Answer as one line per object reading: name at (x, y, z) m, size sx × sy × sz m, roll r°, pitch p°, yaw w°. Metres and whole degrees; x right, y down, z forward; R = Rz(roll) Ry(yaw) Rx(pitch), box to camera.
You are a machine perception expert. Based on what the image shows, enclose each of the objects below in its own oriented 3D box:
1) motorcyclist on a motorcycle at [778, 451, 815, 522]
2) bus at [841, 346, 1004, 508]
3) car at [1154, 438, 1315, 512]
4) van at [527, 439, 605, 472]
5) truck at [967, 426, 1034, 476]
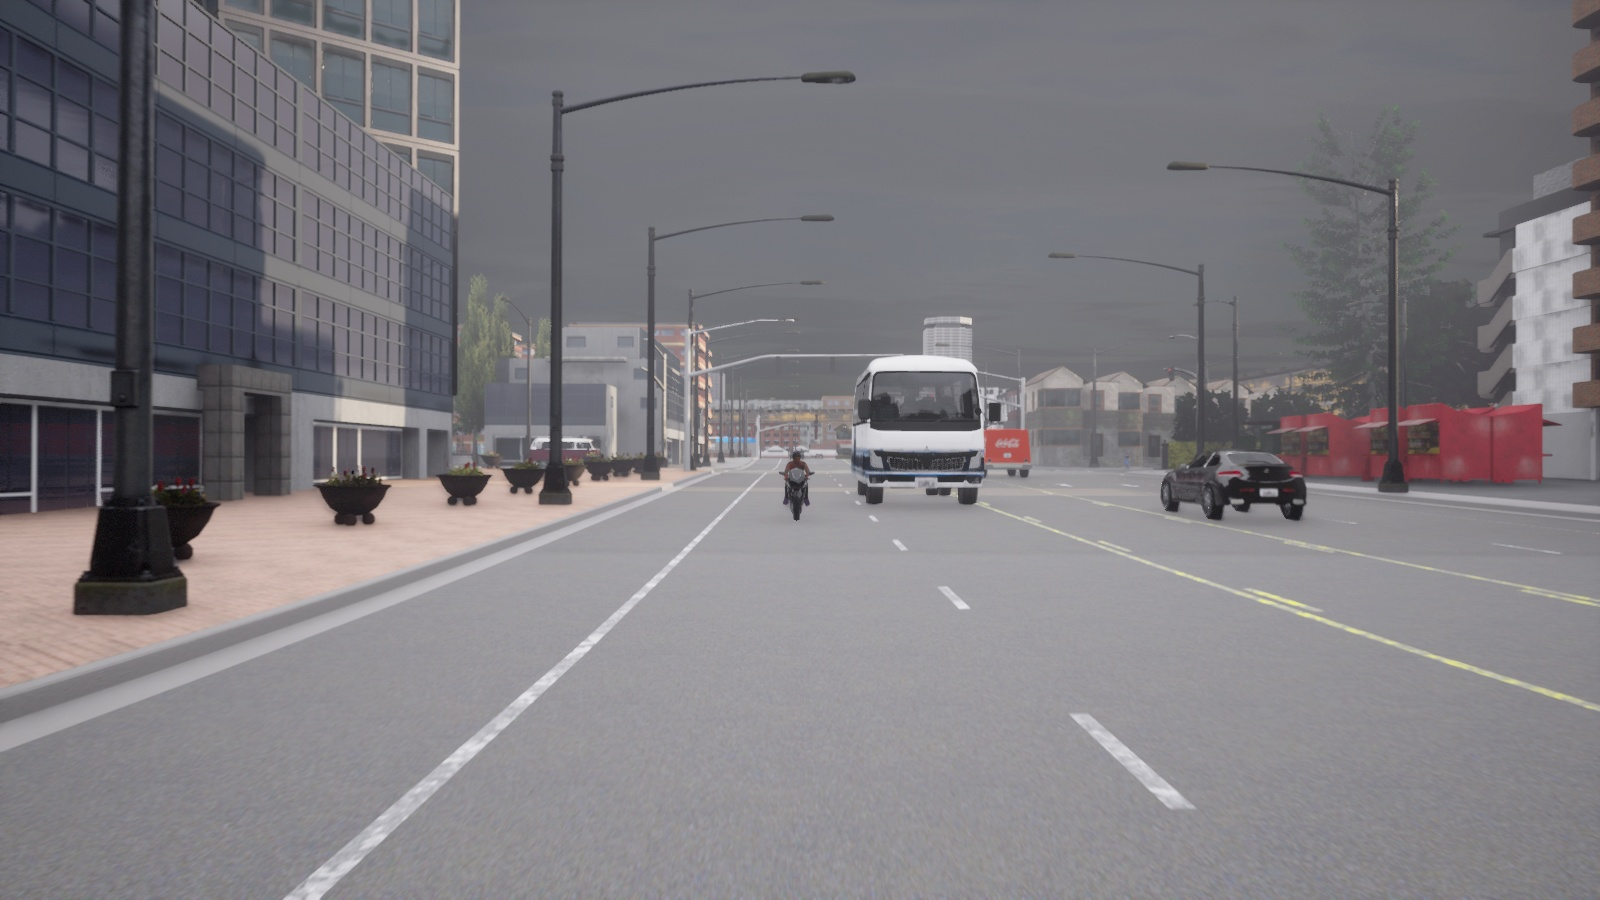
motorcyclist on a motorcycle at (-0.069, 0.795, 28.234) m, size 0.797 × 1.523 × 2.044 m, roll 0°, pitch 0°, yaw 0°
bus at (3.401, -0.648, 38.331) m, size 3.944 × 4.253 × 10.273 m, roll 0°, pitch 0°, yaw 0°
car at (10.425, 0.534, 30.584) m, size 2.152 × 1.651 × 5.027 m, roll 0°, pitch 0°, yaw 0°
van at (-14.650, 0.352, 78.720) m, size 4.480 × 2.038 × 2.069 m, roll 0°, pitch 0°, yaw 0°
truck at (10.340, 0.053, 65.206) m, size 2.627 × 2.467 × 5.204 m, roll 0°, pitch 0°, yaw 0°
